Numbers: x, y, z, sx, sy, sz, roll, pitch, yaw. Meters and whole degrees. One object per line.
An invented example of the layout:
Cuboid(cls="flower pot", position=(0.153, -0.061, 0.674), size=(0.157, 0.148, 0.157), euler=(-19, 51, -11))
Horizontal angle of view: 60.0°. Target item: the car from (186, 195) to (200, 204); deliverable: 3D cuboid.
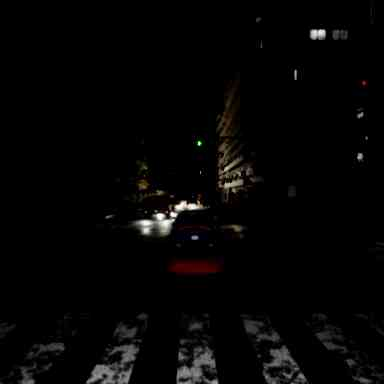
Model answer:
Cuboid(cls="car", position=(0.007, 1.622, 59.000), size=(1.882, 1.535, 5.008), euler=(0, 0, 0))

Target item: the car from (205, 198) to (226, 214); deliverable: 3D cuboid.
Cuboid(cls="car", position=(2.697, 1.622, 35.913), size=(1.887, 1.381, 4.507), euler=(0, 0, 0))

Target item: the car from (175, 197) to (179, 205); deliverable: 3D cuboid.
Cuboid(cls="car", position=(-3.070, 1.696, 42.729), size=(1.895, 1.301, 4.718), euler=(0, 0, 0))

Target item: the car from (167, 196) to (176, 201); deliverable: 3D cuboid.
Cuboid(cls="car", position=(-5.677, 1.818, 92.215), size=(2.008, 1.369, 4.403), euler=(0, 0, 0))

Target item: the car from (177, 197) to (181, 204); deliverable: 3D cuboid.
Cuboid(cls="car", position=(-3.024, 1.622, 59.007), size=(1.882, 1.535, 5.008), euler=(0, 0, 1))

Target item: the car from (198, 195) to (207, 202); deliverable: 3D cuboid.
Cuboid(cls="car", position=(2.703, 1.684, 86.584), size=(1.967, 1.590, 4.097), euler=(0, 0, 0))

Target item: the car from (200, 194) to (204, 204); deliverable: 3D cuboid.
Cuboid(cls="car", position=(2.700, 1.565, 52.805), size=(1.967, 1.590, 4.097), euler=(0, 0, 0))

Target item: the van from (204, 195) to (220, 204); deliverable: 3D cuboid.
Cuboid(cls="van", position=(2.699, 1.433, 41.545), size=(1.690, 1.788, 3.998), euler=(0, 0, 0))

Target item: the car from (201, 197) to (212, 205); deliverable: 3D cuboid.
Cuboid(cls="car", position=(2.701, 1.706, 64.064), size=(1.887, 1.381, 4.507), euler=(0, 0, 0))

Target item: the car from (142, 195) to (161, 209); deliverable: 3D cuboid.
Cuboid(cls="car", position=(-5.681, 1.423, 47.176), size=(2.192, 1.841, 5.009), euler=(0, 0, 0))

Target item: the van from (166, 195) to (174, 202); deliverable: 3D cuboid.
Cuboid(cls="van", position=(-5.677, 1.585, 86.586), size=(1.690, 1.788, 3.998), euler=(0, 0, 0))

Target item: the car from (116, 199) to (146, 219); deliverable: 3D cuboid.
Cuboid(cls="car", position=(-5.684, 1.629, 30.284), size=(1.947, 1.339, 4.313), euler=(0, 0, 0))

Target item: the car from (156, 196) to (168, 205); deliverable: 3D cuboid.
Cuboid(cls="car", position=(-5.680, 1.601, 64.067), size=(1.967, 1.590, 4.097), euler=(0, 0, 0))

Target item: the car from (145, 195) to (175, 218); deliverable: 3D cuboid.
Cuboid(cls="car", position=(-3.085, 1.286, 31.096), size=(2.150, 2.045, 5.566), euler=(0, 0, -1))

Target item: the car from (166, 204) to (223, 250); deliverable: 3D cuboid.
Cuboid(cls="car", position=(0.103, 1.505, 14.499), size=(1.882, 1.535, 5.008), euler=(0, 0, 0))

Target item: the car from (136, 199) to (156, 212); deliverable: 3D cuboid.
Cuboid(cls="car", position=(-5.682, 1.617, 41.376), size=(1.752, 1.417, 4.829), euler=(0, 0, 0))

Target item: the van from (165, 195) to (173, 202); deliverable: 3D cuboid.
Cuboid(cls="van", position=(-5.678, 1.562, 80.957), size=(1.690, 1.788, 3.998), euler=(0, 0, 0))

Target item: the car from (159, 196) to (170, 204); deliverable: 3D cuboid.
Cuboid(cls="car", position=(-5.678, 1.620, 69.696), size=(1.967, 1.590, 4.097), euler=(0, 0, 0))
